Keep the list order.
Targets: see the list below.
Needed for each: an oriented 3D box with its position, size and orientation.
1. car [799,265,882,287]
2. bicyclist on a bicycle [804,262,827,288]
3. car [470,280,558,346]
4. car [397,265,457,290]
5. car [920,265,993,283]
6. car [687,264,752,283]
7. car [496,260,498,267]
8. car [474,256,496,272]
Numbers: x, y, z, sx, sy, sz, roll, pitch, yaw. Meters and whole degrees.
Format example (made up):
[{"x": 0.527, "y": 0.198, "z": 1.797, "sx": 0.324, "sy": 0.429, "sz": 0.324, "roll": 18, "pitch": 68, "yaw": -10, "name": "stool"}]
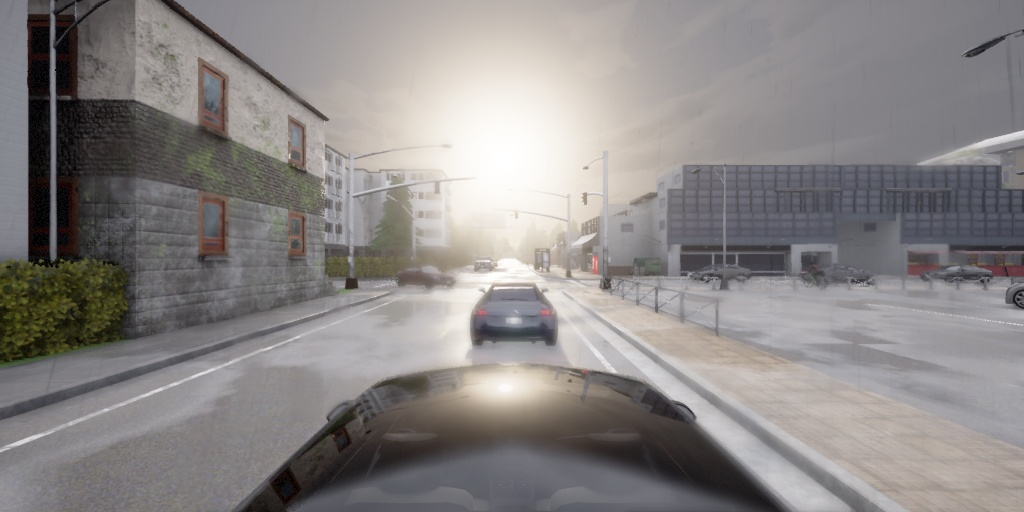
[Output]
[{"x": 23.704, "y": 1.417, "z": 25.886, "sx": 4.902, "sy": 1.511, "sz": 2.128, "roll": 0, "pitch": 0, "yaw": 0, "name": "car"}, {"x": 18.689, "y": 1.227, "z": 22.084, "sx": 0.582, "sy": 1.620, "sz": 1.656, "roll": 0, "pitch": 0, "yaw": 0, "name": "bicyclist on a bicycle"}, {"x": 0.053, "y": 1.314, "z": 9.463, "sx": 1.994, "sy": 1.385, "sz": 4.181, "roll": 0, "pitch": 0, "yaw": 0, "name": "car"}, {"x": -5.501, "y": 1.301, "z": 22.726, "sx": 4.674, "sy": 1.442, "sz": 1.812, "roll": -1, "pitch": -2, "yaw": 40, "name": "car"}, {"x": 36.708, "y": 1.452, "z": 29.612, "sx": 4.674, "sy": 1.442, "sz": 1.812, "roll": 0, "pitch": 0, "yaw": 0, "name": "car"}, {"x": 17.033, "y": 1.417, "z": 29.561, "sx": 4.902, "sy": 1.511, "sz": 2.128, "roll": 0, "pitch": 0, "yaw": 0, "name": "car"}, {"x": -3.654, "y": 1.350, "z": 56.973, "sx": 1.895, "sy": 1.301, "sz": 4.718, "roll": 0, "pitch": 0, "yaw": 0, "name": "car"}, {"x": -3.653, "y": 0.972, "z": 47.080, "sx": 2.150, "sy": 2.045, "sz": 5.566, "roll": 0, "pitch": 0, "yaw": 0, "name": "car"}]
